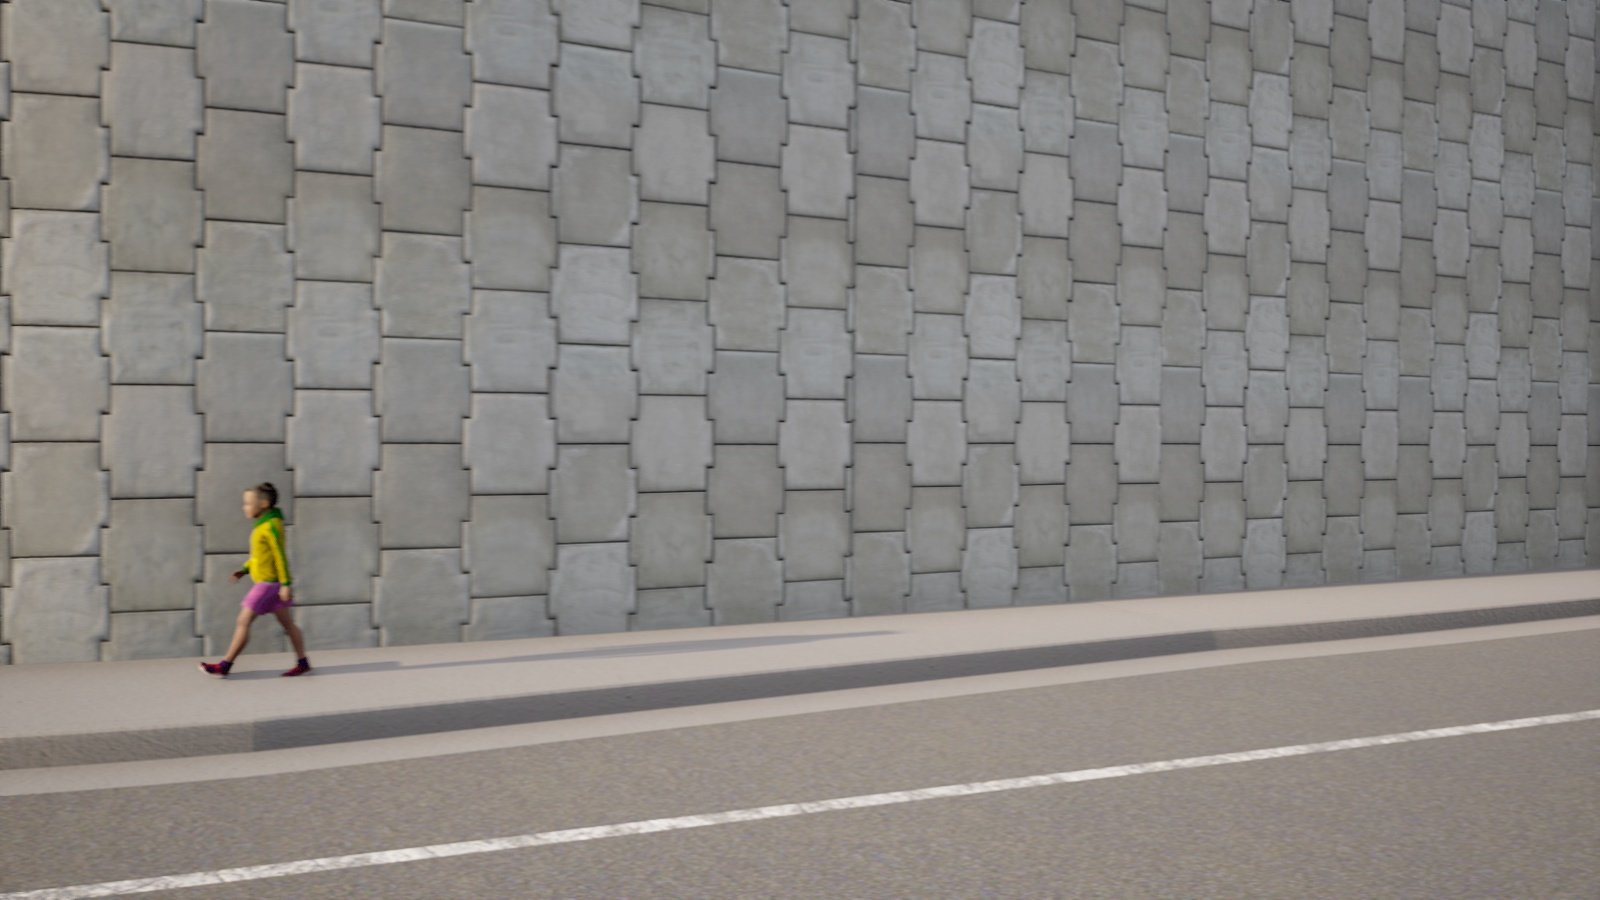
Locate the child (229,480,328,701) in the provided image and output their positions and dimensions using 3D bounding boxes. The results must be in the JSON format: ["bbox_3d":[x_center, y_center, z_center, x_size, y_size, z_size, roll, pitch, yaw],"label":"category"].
[{"bbox_3d":[-2.873,0.757,6.935,0.473,1.160,0.299,-1,1,-21],"label":"child"}]
